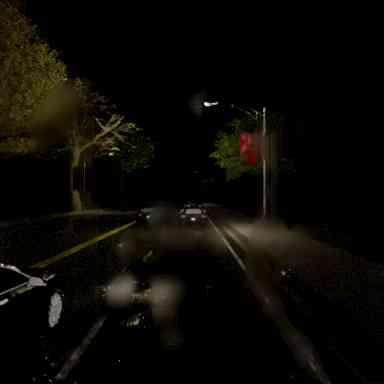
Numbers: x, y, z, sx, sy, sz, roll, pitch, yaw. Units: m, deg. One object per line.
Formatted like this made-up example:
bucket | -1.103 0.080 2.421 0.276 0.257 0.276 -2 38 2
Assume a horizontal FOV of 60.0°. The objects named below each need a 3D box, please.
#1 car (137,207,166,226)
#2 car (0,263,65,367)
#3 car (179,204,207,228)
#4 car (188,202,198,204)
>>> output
car | -3.147 1.849 26.347 1.994 1.385 4.181 0 -1 0
car | -3.149 1.548 3.974 1.837 1.490 4.892 0 -1 0
car | 0.101 1.830 24.628 1.994 1.385 4.181 0 -1 0
car | 0.105 2.006 41.807 2.033 1.411 5.357 0 -1 0
